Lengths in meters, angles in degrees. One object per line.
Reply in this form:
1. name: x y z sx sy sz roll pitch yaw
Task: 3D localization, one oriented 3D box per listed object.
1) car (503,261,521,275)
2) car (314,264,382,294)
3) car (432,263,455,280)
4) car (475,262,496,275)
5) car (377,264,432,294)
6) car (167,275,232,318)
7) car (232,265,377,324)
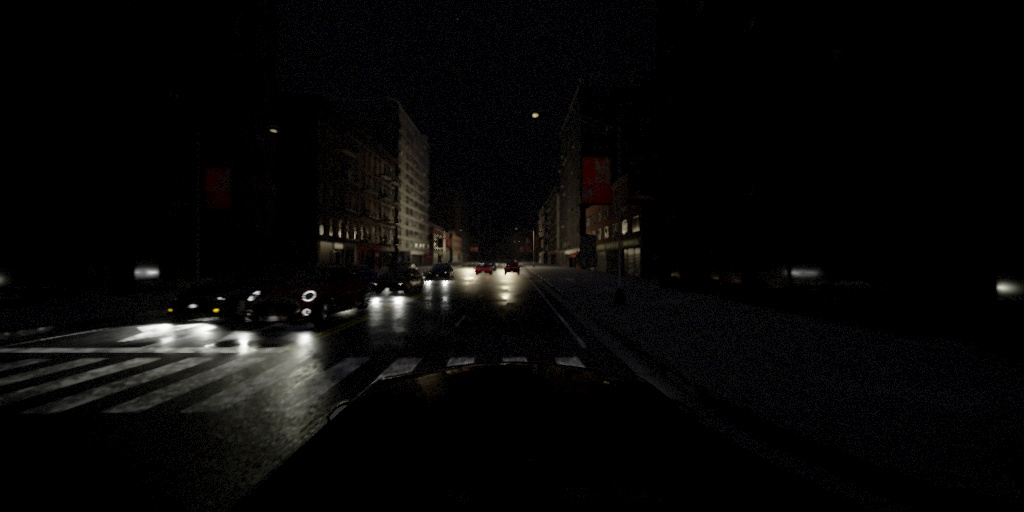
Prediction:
1. car: 0.002 1.456 42.072 1.837 1.490 4.892 0 0 0
2. car: -9.847 1.325 22.029 1.882 1.535 5.008 0 0 0
3. car: -6.585 1.433 33.803 1.812 1.442 4.674 0 0 0
4. car: -3.248 1.553 42.518 1.895 1.301 4.718 0 0 0
5. car: -6.599 1.394 21.621 2.033 1.411 5.357 0 0 0
6. car: -9.848 1.366 13.055 1.994 1.385 4.181 0 0 0
7. car: -6.598 1.151 12.155 2.097 1.767 4.553 0 0 0
